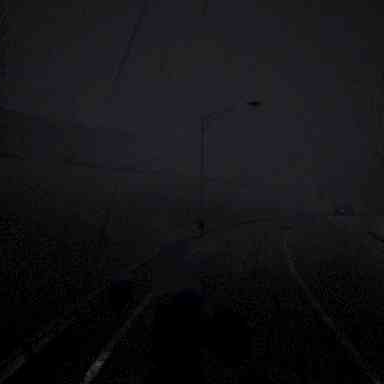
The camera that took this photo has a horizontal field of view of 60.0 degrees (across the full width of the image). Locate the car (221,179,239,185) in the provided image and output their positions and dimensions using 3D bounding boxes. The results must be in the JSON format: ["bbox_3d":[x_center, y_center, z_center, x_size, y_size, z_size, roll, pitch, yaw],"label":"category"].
[{"bbox_3d":[6.294,-1.674,63.929,2.163,1.488,4.792,-2,-5,41],"label":"car"}]

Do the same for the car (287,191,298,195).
[{"bbox_3d":[26.288,0.611,90.346,2.002,1.452,4.674,-2,-5,34],"label":"car"}]

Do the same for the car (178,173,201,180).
[{"bbox_3d":[-1.213,-2.373,55.577,2.097,1.535,5.008,-3,-5,44],"label":"car"}]

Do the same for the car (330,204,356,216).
[{"bbox_3d":[20.172,2.408,44.315,5.008,1.535,1.882,2,-4,-45],"label":"car"}]

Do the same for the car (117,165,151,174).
[{"bbox_3d":[-8.975,-3.010,47.673,4.892,1.521,2.231,4,-5,-44],"label":"car"}]

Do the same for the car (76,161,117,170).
[{"bbox_3d":[-12.950,-3.302,43.855,4.892,1.521,2.231,4,-5,-44],"label":"car"}]

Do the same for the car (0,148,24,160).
[{"bbox_3d":[-20.842,-3.980,36.306,4.553,1.767,2.185,4,-5,-44],"label":"car"}]

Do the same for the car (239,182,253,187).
[{"bbox_3d":[9.850,-1.330,68.137,2.002,1.452,4.674,-2,-5,40],"label":"car"}]

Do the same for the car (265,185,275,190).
[{"bbox_3d":[16.692,-0.794,76.808,2.185,1.767,4.553,-2,-5,37],"label":"car"}]

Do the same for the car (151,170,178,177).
[{"bbox_3d":[-5.052,-2.656,51.581,2.002,1.452,4.674,-3,-5,45],"label":"car"}]

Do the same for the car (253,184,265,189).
[{"bbox_3d":[13.252,-1.036,72.348,2.231,1.521,4.892,-2,-5,39],"label":"car"}]

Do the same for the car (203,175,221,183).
[{"bbox_3d":[2.524,-2.171,59.642,2.185,1.767,4.553,-3,-5,43],"label":"car"}]

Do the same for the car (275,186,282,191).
[{"bbox_3d":[20.034,-0.528,81.308,2.435,2.045,5.566,-2,-5,36],"label":"car"}]
